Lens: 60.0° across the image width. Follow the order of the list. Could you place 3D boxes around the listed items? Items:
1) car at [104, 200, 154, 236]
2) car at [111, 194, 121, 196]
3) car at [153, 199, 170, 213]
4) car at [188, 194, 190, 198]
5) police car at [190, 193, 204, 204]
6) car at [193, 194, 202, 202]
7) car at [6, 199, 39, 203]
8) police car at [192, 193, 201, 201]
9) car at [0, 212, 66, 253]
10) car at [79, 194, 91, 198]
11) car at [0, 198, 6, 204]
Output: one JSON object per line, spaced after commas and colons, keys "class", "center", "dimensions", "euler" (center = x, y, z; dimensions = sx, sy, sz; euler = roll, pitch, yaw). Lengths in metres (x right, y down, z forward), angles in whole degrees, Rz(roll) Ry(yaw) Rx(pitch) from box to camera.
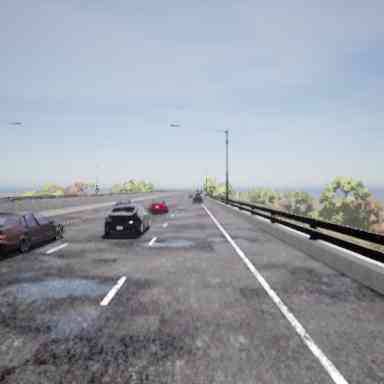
{"class": "car", "center": [-3.404, 1.432, 18.050], "dimensions": [1.837, 1.490, 4.892], "euler": [0, 0, 0]}
{"class": "car", "center": [-17.512, 1.142, 76.378], "dimensions": [2.033, 1.411, 5.357], "euler": [0, 0, 0]}
{"class": "car", "center": [-3.405, 1.424, 34.584], "dimensions": [1.994, 1.385, 4.181], "euler": [0, 0, 0]}
{"class": "car", "center": [-0.013, 1.039, 92.564], "dimensions": [1.994, 1.385, 4.181], "euler": [0, 0, 0]}
{"class": "police car", "center": [1.041, 1.184, 59.209], "dimensions": [1.930, 1.638, 5.238], "euler": [0, 0, 0]}
{"class": "car", "center": [1.039, 1.172, 69.289], "dimensions": [1.801, 1.575, 5.366], "euler": [0, 0, 0]}
{"class": "car", "center": [-17.594, 1.419, 35.841], "dimensions": [1.994, 1.385, 4.181], "euler": [0, 0, 0]}
{"class": "police car", "center": [1.039, 1.116, 75.209], "dimensions": [1.930, 1.638, 5.238], "euler": [0, 0, 0]}
{"class": "car", "center": [-6.902, 1.494, 13.315], "dimensions": [2.033, 1.411, 5.357], "euler": [0, 0, 0]}
{"class": "car", "center": [-24.512, 1.126, 76.377], "dimensions": [1.812, 1.442, 4.674], "euler": [0, 0, 0]}
{"class": "car", "center": [-21.096, 1.401, 36.438], "dimensions": [2.033, 1.411, 5.357], "euler": [0, 0, 0]}
